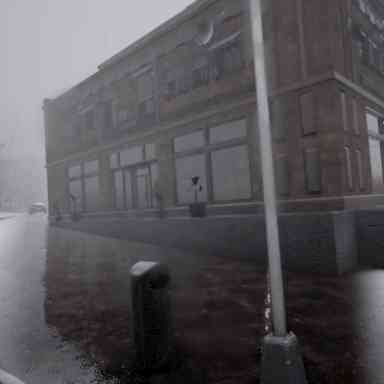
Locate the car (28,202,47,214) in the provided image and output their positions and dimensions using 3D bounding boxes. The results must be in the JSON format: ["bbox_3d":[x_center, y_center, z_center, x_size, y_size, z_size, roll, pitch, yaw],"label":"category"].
[{"bbox_3d":[-19.959,2.011,43.040,1.812,1.442,4.674,-2,0,-27],"label":"car"}]
